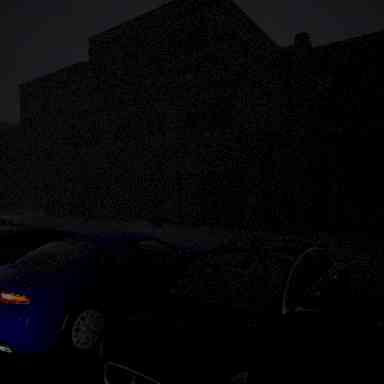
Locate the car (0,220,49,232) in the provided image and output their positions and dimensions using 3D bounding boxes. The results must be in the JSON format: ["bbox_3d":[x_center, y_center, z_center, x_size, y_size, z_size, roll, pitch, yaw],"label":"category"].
[{"bbox_3d":[-3.713,1.517,8.043,2.163,1.488,4.792,0,0,36],"label":"car"}]

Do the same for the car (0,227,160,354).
[{"bbox_3d":[-1.369,1.484,6.327,2.097,1.535,5.008,0,0,36],"label":"car"}]

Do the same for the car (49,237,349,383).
[{"bbox_3d":[0.900,1.482,4.722,2.231,1.521,4.892,0,0,36],"label":"car"}]
